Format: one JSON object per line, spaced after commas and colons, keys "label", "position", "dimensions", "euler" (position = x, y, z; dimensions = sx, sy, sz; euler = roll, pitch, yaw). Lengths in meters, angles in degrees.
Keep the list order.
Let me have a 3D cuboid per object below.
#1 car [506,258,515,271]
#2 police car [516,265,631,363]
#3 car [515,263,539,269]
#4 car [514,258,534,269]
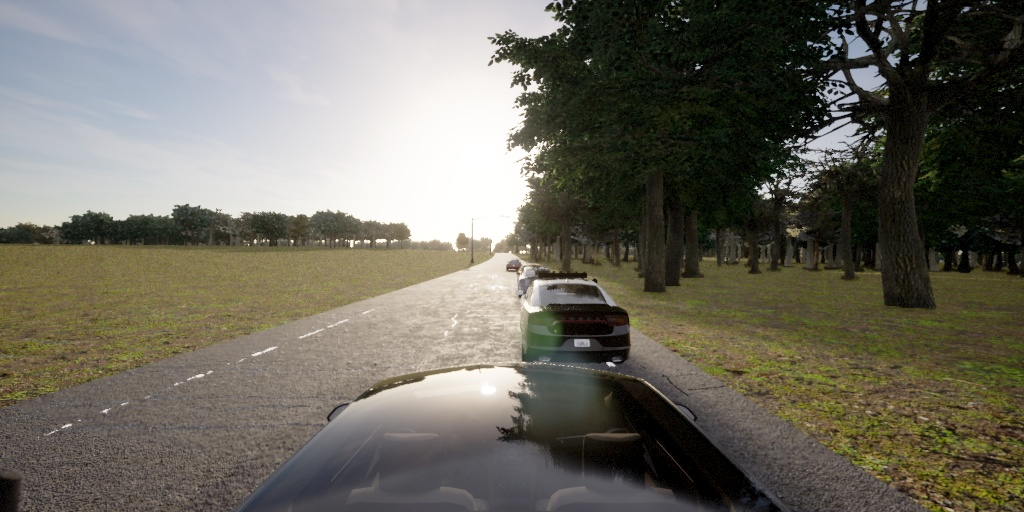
{"label": "car", "position": [0.281, 1.159, 46.549], "dimensions": [1.994, 1.385, 4.181], "euler": [0, 0, 2]}
{"label": "police car", "position": [1.134, 1.169, 8.256], "dimensions": [1.930, 1.638, 5.238], "euler": [0, 0, 1]}
{"label": "car", "position": [1.216, 1.250, 18.152], "dimensions": [1.812, 1.442, 4.674], "euler": [0, 0, 0]}
{"label": "car", "position": [1.254, 1.159, 24.345], "dimensions": [1.801, 1.575, 5.366], "euler": [0, 0, 0]}
